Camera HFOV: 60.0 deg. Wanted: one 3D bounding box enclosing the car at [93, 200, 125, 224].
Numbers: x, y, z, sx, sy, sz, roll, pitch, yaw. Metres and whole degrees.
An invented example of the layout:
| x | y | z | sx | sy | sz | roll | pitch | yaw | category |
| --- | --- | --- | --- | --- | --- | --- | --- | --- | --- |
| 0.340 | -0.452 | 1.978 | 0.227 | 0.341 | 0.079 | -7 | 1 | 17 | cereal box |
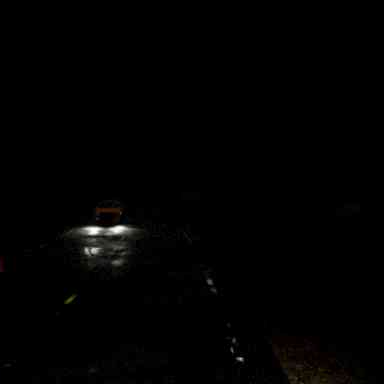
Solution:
| x | y | z | sx | sy | sz | roll | pitch | yaw | category |
| --- | --- | --- | --- | --- | --- | --- | --- | --- | --- |
| -5.917 | 1.334 | 23.959 | 1.882 | 1.535 | 5.008 | 0 | 0 | -10 | car |

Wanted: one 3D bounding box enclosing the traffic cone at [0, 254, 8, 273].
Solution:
| x | y | z | sx | sy | sz | roll | pitch | yaw | category |
| --- | --- | --- | --- | --- | --- | --- | --- | --- | --- |
| -5.345 | 1.904 | 9.192 | 0.340 | 0.580 | 0.340 | 0 | 0 | -4 | traffic cone |
